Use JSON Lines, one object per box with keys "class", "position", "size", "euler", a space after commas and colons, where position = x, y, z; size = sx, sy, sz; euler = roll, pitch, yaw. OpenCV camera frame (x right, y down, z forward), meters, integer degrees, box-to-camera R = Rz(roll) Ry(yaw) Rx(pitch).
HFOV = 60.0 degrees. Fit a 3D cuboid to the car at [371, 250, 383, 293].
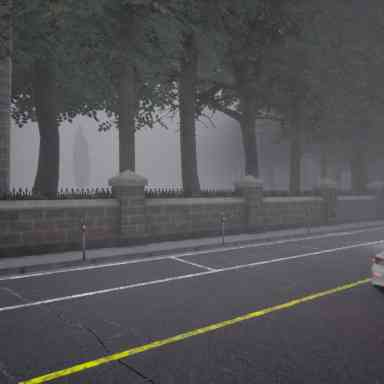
{"class": "car", "position": [5.806, 1.523, 7.449], "size": [4.674, 1.442, 1.812], "euler": [0, 0, -35]}
